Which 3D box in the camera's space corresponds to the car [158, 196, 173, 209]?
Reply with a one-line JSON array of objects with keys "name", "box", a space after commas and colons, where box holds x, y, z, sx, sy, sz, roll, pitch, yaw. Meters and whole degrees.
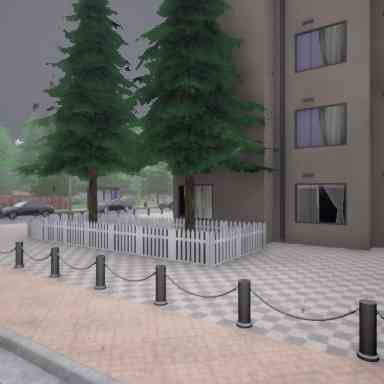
[{"name": "car", "box": [-2.491, 1.337, 44.299, 2.097, 1.767, 4.553, 0, 0, 37]}]

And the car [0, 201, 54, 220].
[{"name": "car", "box": [-14.255, 1.510, 28.674, 1.812, 1.442, 4.674, 0, 0, 37]}]

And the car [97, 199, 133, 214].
[{"name": "car", "box": [-8.663, 1.476, 36.134, 2.128, 1.511, 4.902, 0, 0, 37]}]
